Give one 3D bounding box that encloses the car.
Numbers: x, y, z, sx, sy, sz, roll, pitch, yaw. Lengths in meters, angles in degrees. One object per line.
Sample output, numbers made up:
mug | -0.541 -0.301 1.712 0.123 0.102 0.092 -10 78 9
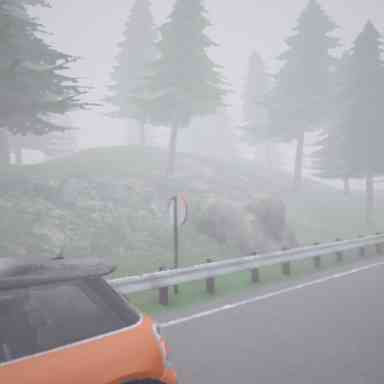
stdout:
car | -2.391 1.383 2.339 4.553 1.767 2.097 0 0 -34
